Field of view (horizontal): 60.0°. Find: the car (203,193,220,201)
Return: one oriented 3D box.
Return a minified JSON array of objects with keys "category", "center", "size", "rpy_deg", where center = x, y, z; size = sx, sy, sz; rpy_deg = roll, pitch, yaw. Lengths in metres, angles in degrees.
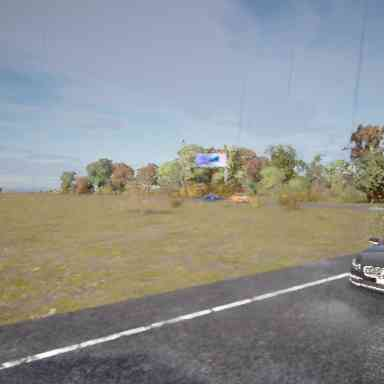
[{"category":"car","center":[4.442,1.079,75.688],"size":[2.097,1.767,4.553],"rpy_deg":[0,0,-34]}]

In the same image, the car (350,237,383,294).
[{"category":"car","center":[5.703,1.506,7.945],"size":[4.892,1.490,1.837],"rpy_deg":[0,0,-36]}]

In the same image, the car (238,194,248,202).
[{"category":"car","center":[9.426,1.208,68.288],"size":[2.097,1.767,4.553],"rpy_deg":[0,0,-33]}]
